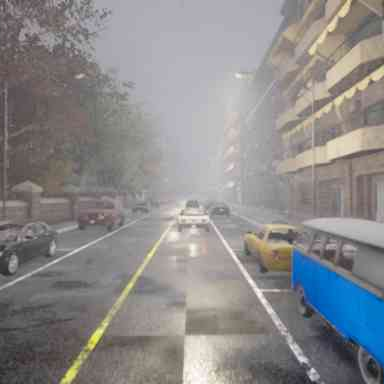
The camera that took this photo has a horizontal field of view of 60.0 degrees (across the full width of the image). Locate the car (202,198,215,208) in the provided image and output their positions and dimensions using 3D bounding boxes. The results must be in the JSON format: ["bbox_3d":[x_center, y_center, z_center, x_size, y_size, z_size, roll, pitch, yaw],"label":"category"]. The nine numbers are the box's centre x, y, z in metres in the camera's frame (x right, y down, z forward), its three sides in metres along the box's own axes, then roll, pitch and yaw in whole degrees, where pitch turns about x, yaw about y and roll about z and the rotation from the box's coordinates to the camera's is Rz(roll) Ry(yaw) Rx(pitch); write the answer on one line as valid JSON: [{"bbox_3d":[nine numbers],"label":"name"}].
[{"bbox_3d":[2.699,1.747,54.609,1.887,1.381,4.507,1,0,0],"label":"car"}]

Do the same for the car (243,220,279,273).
[{"bbox_3d":[2.702,1.565,10.593,1.752,1.417,4.829,1,0,0],"label":"car"}]

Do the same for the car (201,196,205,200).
[{"bbox_3d":[2.701,1.622,49.087,1.967,1.590,4.097,1,0,0],"label":"car"}]

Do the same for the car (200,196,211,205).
[{"bbox_3d":[2.700,1.684,65.658,1.967,1.590,4.097,1,0,0],"label":"car"}]

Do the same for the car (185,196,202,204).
[{"bbox_3d":[0.096,1.673,45.495,1.837,1.490,4.892,0,0,0],"label":"car"}]

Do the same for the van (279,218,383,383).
[{"bbox_3d":[2.706,1.360,4.900,1.690,1.788,3.998,1,0,0],"label":"van"}]

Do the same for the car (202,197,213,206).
[{"bbox_3d":[2.699,1.749,60.304,1.752,1.417,4.829,1,0,0],"label":"car"}]

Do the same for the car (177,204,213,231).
[{"bbox_3d":[0.099,1.679,21.139,1.895,1.301,4.718,0,0,0],"label":"car"}]

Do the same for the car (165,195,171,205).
[{"bbox_3d":[-5.682,1.788,65.657,1.887,1.381,4.507,1,0,0],"label":"car"}]

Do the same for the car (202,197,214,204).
[{"bbox_3d":[2.699,1.727,43.564,1.947,1.339,4.313,1,0,0],"label":"car"}]

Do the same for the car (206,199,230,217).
[{"bbox_3d":[2.700,1.687,32.516,1.947,1.339,4.313,1,0,0],"label":"car"}]

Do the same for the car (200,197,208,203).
[{"bbox_3d":[2.697,1.811,76.874,1.752,1.417,4.829,1,0,0],"label":"car"}]

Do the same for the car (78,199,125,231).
[{"bbox_3d":[-5.674,1.395,21.470,2.192,1.841,5.009,1,0,0],"label":"car"}]

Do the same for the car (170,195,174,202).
[{"bbox_3d":[-5.678,1.579,71.180,2.192,1.841,5.009,1,0,0],"label":"car"}]

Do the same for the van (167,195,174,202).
[{"bbox_3d":[-5.689,1.668,87.751,1.690,1.788,3.998,1,0,0],"label":"van"}]

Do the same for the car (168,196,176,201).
[{"bbox_3d":[-5.668,1.914,93.273,1.947,1.339,4.313,1,0,0],"label":"car"}]

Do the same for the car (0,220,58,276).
[{"bbox_3d":[-5.678,1.590,10.422,2.008,1.369,4.403,1,0,0],"label":"car"}]

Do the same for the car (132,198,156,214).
[{"bbox_3d":[-5.680,1.707,38.039,1.947,1.339,4.313,1,0,0],"label":"car"}]

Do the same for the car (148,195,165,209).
[{"bbox_3d":[-5.676,1.497,49.088,2.192,1.841,5.009,1,0,0],"label":"car"}]
